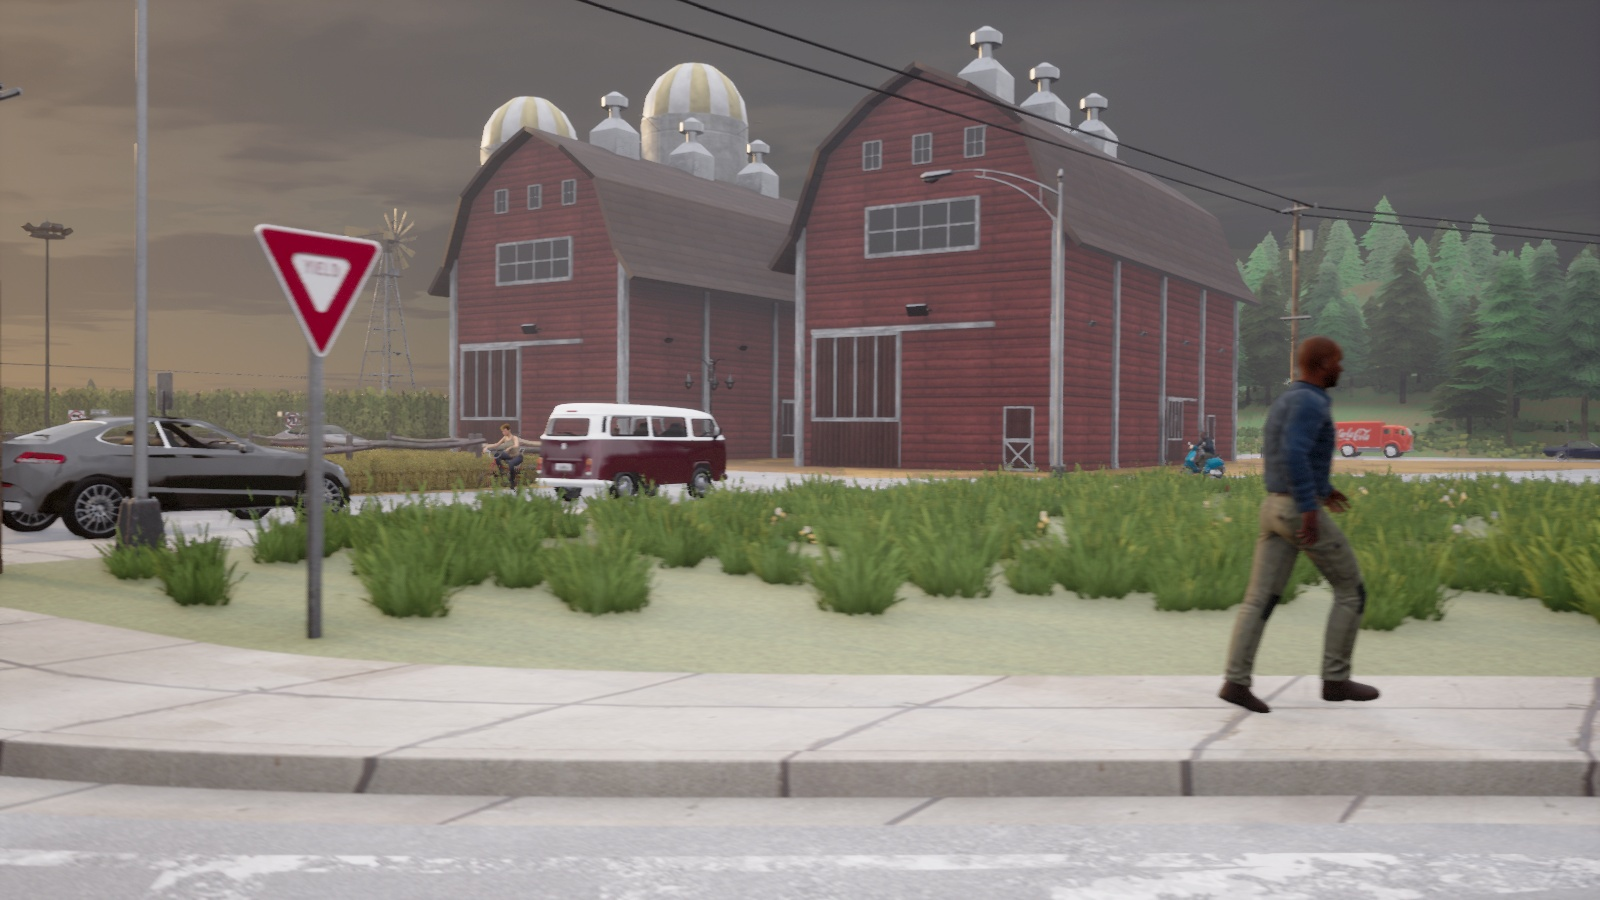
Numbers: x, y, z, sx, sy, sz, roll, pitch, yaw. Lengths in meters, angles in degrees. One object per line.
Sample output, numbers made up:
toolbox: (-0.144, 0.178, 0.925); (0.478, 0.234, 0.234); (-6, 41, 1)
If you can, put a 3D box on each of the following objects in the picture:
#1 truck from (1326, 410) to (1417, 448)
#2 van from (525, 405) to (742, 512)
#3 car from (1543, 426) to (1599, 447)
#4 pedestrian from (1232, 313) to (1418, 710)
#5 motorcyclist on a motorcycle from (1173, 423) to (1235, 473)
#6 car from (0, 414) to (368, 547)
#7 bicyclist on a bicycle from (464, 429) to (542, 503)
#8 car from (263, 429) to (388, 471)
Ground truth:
truck: (38.884, -1.408, 85.494); (5.204, 2.467, 2.627); (-1, 0, 34)
van: (-3.411, 0.120, 26.522); (2.069, 2.038, 4.480); (0, 1, 34)
car: (49.198, -0.824, 78.370); (4.718, 1.301, 1.895); (0, 1, 35)
pedestrian: (2.498, 0.282, 6.002); (0.726, 1.835, 0.370); (-1, 1, -2)
motorcyclist on a motorcycle: (13.378, -0.071, 41.587); (1.817, 1.590, 0.866); (-1, 1, -22)
car: (-9.084, 0.339, 18.204); (2.152, 1.651, 5.027); (0, 1, 34)
bicyclist on a bicycle: (-6.635, 0.338, 28.119); (0.866, 1.612, 1.509); (0, 1, 33)
car: (-19.392, -0.026, 51.252); (5.027, 1.651, 2.152); (0, 1, 32)
